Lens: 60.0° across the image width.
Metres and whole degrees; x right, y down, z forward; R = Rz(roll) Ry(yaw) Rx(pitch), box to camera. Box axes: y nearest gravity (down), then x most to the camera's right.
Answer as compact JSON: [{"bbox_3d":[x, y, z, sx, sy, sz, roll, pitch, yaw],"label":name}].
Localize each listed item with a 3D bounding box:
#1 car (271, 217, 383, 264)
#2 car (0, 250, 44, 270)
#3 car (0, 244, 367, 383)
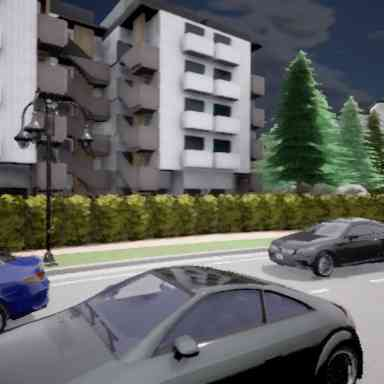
[{"bbox_3d":[4.525,1.520,10.078,4.674,1.442,1.812,0,0,-24],"label":"car"},{"bbox_3d":[-4.548,1.500,4.745,4.674,1.442,1.812,0,0,-34],"label":"car"},{"bbox_3d":[-0.157,1.556,3.471,4.181,1.385,1.994,0,0,-32],"label":"car"}]
